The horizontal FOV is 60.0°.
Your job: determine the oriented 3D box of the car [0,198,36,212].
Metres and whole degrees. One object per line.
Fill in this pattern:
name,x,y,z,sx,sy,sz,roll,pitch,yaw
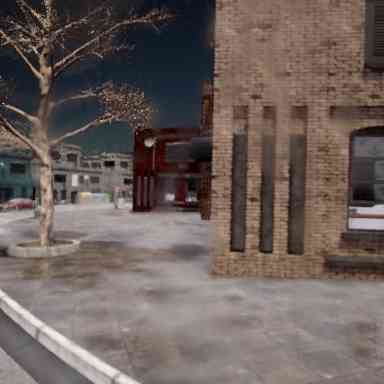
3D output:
car,-19.660,1.404,37.819,1.812,1.442,4.674,1,0,8
